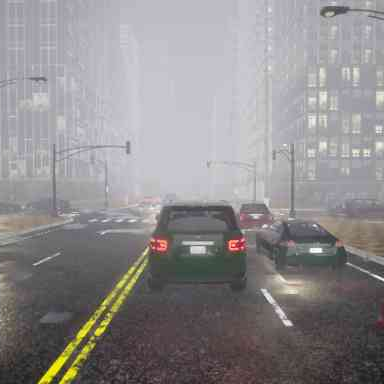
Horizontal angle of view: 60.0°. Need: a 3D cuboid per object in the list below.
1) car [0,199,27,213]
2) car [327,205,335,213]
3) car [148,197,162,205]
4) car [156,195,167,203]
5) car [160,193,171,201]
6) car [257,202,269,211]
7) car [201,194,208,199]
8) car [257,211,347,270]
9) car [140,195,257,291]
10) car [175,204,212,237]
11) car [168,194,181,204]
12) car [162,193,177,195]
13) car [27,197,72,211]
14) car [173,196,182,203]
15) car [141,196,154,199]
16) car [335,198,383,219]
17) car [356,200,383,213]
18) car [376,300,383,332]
[{"bbox_3d":[-19.564,1.405,33.615,4.181,1.385,1.994,1,1,1],"label":"car"},{"bbox_3d":[16.940,1.679,36.125,4.181,1.385,1.994,0,1,1],"label":"car"},{"bbox_3d":[-6.438,1.556,58.907,1.895,1.301,4.718,0,0,0],"label":"car"},{"bbox_3d":[-6.342,1.420,69.161,1.882,1.535,5.008,0,0,0],"label":"car"},{"bbox_3d":[-6.318,1.154,79.731,2.150,2.045,5.566,0,0,0],"label":"car"},{"bbox_3d":[3.394,1.342,19.683,2.097,1.767,4.553,0,0,0],"label":"car"},{"bbox_3d":[3.460,1.220,91.591,1.882,1.535,5.008,0,0,0],"label":"car"},{"bbox_3d":[3.375,1.559,11.069,1.994,1.385,4.181,0,0,0],"label":"car"},{"bbox_3d":[0.122,1.218,9.142,2.150,2.045,5.566,0,0,0],"label":"car"},{"bbox_3d":[0.139,1.516,18.825,1.812,1.442,4.674,0,0,2],"label":"car"},{"bbox_3d":[-3.173,1.304,61.510,2.097,1.767,4.553,0,0,0],"label":"car"},{"bbox_3d":[-3.245,1.185,51.699,2.150,2.045,5.566,0,0,-1],"label":"car"},{"bbox_3d":[-15.780,1.328,36.734,4.892,1.490,1.837,1,1,1],"label":"car"},{"bbox_3d":[-3.087,1.535,71.563,1.895,1.301,4.718,0,0,0],"label":"car"},{"bbox_3d":[-6.509,1.318,49.917,2.097,1.767,4.553,0,0,1],"label":"car"},{"bbox_3d":[16.270,1.519,30.354,5.009,1.841,2.192,1,0,1],"label":"car"},{"bbox_3d":[21.898,1.642,38.628,4.829,1.417,1.752,1,0,1],"label":"car"},{"bbox_3d":[3.355,1.600,2.244,1.895,1.301,4.718,0,0,0],"label":"car"}]
